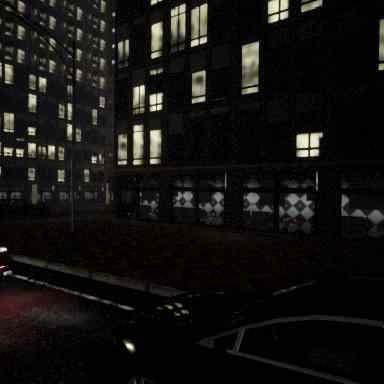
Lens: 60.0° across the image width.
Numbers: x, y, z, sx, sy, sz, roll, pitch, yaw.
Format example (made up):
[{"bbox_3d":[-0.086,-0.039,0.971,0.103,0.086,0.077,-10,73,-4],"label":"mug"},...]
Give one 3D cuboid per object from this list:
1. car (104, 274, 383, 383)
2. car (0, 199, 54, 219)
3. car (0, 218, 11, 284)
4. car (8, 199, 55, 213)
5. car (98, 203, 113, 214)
[{"bbox_3d":[1.335,1.491,2.728,4.902,1.511,2.128,0,0,35],"label":"car"},{"bbox_3d":[-15.635,1.519,30.546,2.192,1.841,5.009,1,0,36],"label":"car"},{"bbox_3d":[-6.346,1.487,8.185,4.902,1.511,2.128,0,0,36],"label":"car"},{"bbox_3d":[-19.144,1.642,39.917,1.752,1.417,4.829,1,0,36],"label":"car"},{"bbox_3d":[-8.849,1.830,39.766,1.752,1.417,4.829,1,0,36],"label":"car"}]
